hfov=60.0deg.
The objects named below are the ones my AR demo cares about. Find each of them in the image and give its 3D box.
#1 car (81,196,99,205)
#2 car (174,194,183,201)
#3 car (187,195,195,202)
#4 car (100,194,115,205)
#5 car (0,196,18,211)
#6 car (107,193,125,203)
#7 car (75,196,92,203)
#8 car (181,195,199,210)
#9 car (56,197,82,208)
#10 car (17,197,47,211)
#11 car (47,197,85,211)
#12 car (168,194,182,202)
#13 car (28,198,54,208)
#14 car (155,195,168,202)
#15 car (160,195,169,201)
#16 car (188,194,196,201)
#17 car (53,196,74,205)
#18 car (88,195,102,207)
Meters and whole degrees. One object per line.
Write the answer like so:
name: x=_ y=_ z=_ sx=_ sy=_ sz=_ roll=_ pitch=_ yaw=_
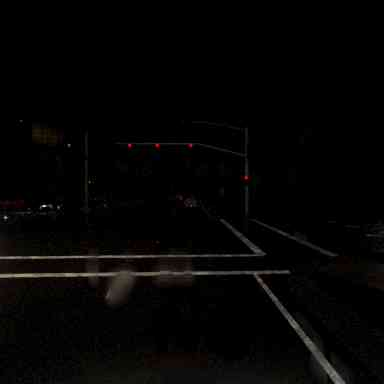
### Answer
car: x=-18.716 y=1.505 z=61.088 sx=1.837 sy=1.490 sz=4.892 roll=0 pitch=0 yaw=0
car: x=-3.469 y=1.296 z=84.467 sx=2.097 sy=1.767 sz=4.553 roll=0 pitch=0 yaw=1
car: x=-0.159 y=1.522 z=74.234 sx=1.812 sy=1.442 sz=4.674 roll=0 pitch=0 yaw=1
car: x=-15.230 y=1.564 z=57.665 sx=1.994 sy=1.385 sz=4.181 roll=0 pitch=0 yaw=0
car: x=-22.207 y=1.352 z=40.409 sx=2.097 sy=1.767 sz=4.553 roll=0 pitch=0 yaw=0
car: x=-15.181 y=1.225 z=68.146 sx=2.150 sy=2.045 sz=5.566 roll=0 pitch=0 yaw=0
car: x=-22.179 y=1.594 z=68.065 sx=1.895 sy=1.301 sz=4.718 roll=0 pitch=0 yaw=0
car: x=-0.116 y=1.526 z=43.216 sx=1.812 sy=1.442 sz=4.674 roll=0 pitch=0 yaw=0
car: x=-18.731 y=1.547 z=50.974 sx=2.033 sy=1.411 sz=5.357 roll=0 pitch=0 yaw=0
car: x=-18.745 y=1.547 z=40.902 sx=2.033 sy=1.411 sz=5.357 roll=0 pitch=0 yaw=0
car: x=-15.207 y=1.491 z=40.352 sx=2.128 sy=1.511 sz=4.902 roll=0 pitch=0 yaw=0
car: x=-3.656 y=1.551 z=74.638 sx=1.994 sy=1.385 sz=4.181 roll=0 pitch=0 yaw=1
car: x=-22.227 y=1.564 z=49.040 sx=1.994 sy=1.385 sz=4.181 roll=0 pitch=0 yaw=0
car: x=-7.159 y=1.537 z=74.218 sx=2.033 sy=1.411 sz=5.357 roll=0 pitch=0 yaw=1
car: x=-6.967 y=1.465 z=84.580 sx=1.812 sy=1.442 sz=4.674 roll=0 pitch=0 yaw=1
car: x=0.031 y=1.419 z=84.414 sx=1.882 sy=1.535 sz=5.008 roll=0 pitch=0 yaw=1
car: x=-22.219 y=1.526 z=57.782 sx=1.812 sy=1.442 sz=4.674 roll=0 pitch=0 yaw=0
car: x=-15.226 y=1.564 z=49.255 sx=1.994 sy=1.385 sz=4.181 roll=0 pitch=0 yaw=0
